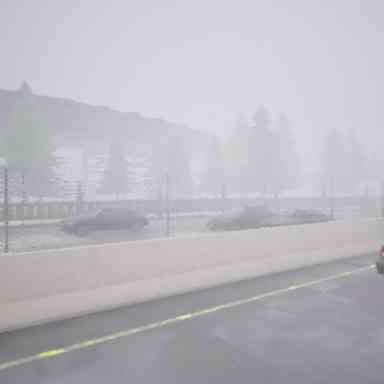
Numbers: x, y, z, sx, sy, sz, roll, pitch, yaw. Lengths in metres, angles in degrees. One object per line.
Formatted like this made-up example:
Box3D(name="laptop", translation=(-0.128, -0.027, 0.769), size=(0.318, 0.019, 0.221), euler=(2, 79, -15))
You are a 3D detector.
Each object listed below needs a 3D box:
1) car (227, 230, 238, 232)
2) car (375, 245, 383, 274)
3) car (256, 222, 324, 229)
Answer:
Box3D(name="car", translation=(2.962, 1.457, 18.762), size=(4.674, 1.442, 1.812), euler=(0, 0, -33))
Box3D(name="car", translation=(6.882, 1.493, 8.585), size=(5.357, 1.411, 2.033), euler=(0, 0, -34))
Box3D(name="car", translation=(5.017, 1.495, 15.905), size=(4.181, 1.385, 1.994), euler=(0, 0, -33))
